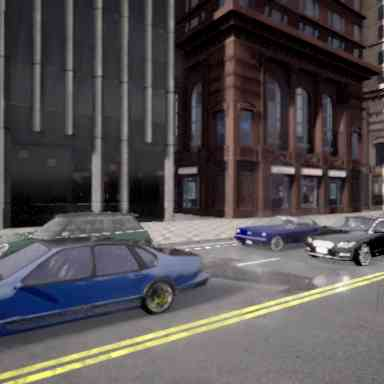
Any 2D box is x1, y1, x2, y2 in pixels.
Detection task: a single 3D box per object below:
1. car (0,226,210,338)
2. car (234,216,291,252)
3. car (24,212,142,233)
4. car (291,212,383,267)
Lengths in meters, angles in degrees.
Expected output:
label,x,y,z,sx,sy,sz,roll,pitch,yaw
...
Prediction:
label,x,y,z,sx,sy,sz,roll,pitch,yaw
car,-2.189,1.566,6.105,5.357,1.411,2.033,1,0,-36
car,4.103,1.726,14.596,4.718,1.301,1.895,1,0,-35
car,-3.322,1.379,9.292,4.553,1.767,2.097,1,0,-35
car,6.147,1.618,12.049,4.902,1.511,2.128,1,0,-35
